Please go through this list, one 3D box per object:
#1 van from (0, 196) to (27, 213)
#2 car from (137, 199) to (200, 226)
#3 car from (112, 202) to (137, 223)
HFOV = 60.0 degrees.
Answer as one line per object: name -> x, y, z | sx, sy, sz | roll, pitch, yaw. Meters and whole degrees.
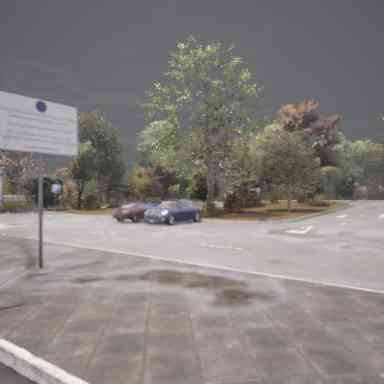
van -> -21.051, 1.377, 37.221 | 1.878, 1.987, 4.442 | -1, -1, 35
car -> -1.350, 1.325, 23.569 | 2.185, 1.767, 4.553 | 0, 0, 35
car -> -3.972, 1.494, 25.352 | 2.002, 1.452, 4.674 | 0, 0, 35
